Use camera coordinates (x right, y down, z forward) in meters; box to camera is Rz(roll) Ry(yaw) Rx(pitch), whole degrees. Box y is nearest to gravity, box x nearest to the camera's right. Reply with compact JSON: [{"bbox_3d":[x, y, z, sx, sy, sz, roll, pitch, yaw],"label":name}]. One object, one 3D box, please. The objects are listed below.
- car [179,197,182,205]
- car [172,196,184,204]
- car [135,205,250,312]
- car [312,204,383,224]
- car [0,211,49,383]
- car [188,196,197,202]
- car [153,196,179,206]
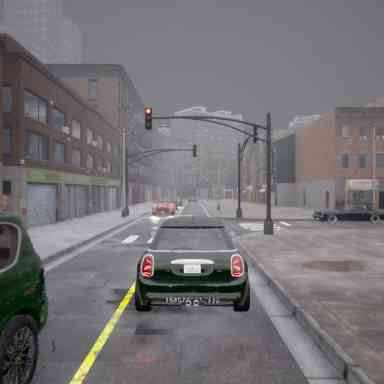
[{"bbox_3d":[-2.776,1.562,43.349,2.033,1.411,5.357,0,0,0],"label":"car"},{"bbox_3d":[-2.686,1.588,64.029,2.033,1.411,5.357,0,0,1],"label":"car"},{"bbox_3d":[0.022,1.352,7.888,2.097,1.767,4.553,0,0,0],"label":"car"},{"bbox_3d":[10.965,1.532,23.215,4.718,1.301,1.895,0,0,0],"label":"car"},{"bbox_3d":[-2.890,1.221,2.047,2.150,2.045,5.566,0,0,-1],"label":"car"},{"bbox_3d":[0.133,1.611,75.555,1.994,1.385,4.181,0,0,0],"label":"car"},{"bbox_3d":[-2.792,1.359,33.880,2.097,1.767,4.553,0,0,0],"label":"car"}]
